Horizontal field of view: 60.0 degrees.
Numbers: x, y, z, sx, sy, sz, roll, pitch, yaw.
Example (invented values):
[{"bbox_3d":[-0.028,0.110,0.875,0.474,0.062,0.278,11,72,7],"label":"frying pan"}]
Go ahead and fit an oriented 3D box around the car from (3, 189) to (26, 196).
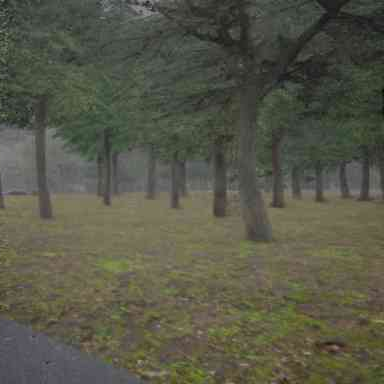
[{"bbox_3d":[-34.564,0.204,64.429,1.812,1.442,4.674,-3,0,34],"label":"car"}]
